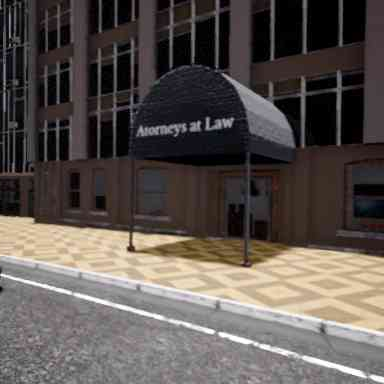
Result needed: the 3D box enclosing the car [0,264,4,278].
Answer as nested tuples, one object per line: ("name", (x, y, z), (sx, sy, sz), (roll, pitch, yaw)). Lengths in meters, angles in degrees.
("car", (-6.840, 1.534, 8.187), (5.357, 1.411, 2.033), (0, 0, 33))
